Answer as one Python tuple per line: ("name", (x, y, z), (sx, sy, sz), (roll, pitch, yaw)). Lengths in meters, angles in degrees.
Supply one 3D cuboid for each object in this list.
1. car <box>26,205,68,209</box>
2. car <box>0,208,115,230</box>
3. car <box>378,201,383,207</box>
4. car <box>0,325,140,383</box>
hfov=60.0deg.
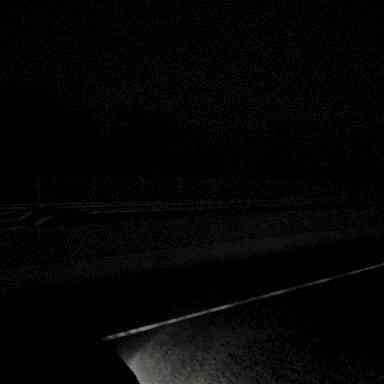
("car", (-7.274, 1.519, 15.998), (4.674, 1.442, 1.812), (0, 0, -35))
("car", (-5.236, 1.519, 13.153), (4.674, 1.442, 1.812), (0, 0, -35))
("car", (27.168, 1.462, 44.804), (5.357, 1.411, 2.033), (0, 0, -35))
("car", (-2.867, 1.551, 1.702), (5.357, 1.411, 2.033), (0, 0, -35))
